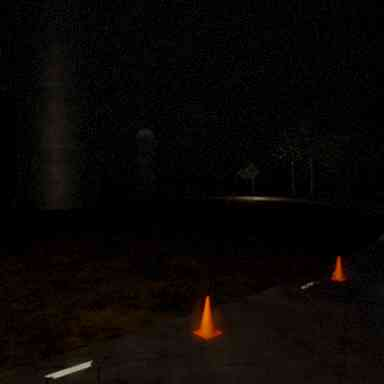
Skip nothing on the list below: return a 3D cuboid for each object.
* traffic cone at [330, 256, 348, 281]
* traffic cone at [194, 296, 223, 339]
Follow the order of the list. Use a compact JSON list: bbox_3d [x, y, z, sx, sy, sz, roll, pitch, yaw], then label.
[{"bbox_3d":[3.769,1.933,8.524,0.340,0.580,0.340,0,0,45],"label":"traffic cone"},{"bbox_3d":[0.256,1.950,5.281,0.340,0.580,0.340,0,0,-40],"label":"traffic cone"}]
